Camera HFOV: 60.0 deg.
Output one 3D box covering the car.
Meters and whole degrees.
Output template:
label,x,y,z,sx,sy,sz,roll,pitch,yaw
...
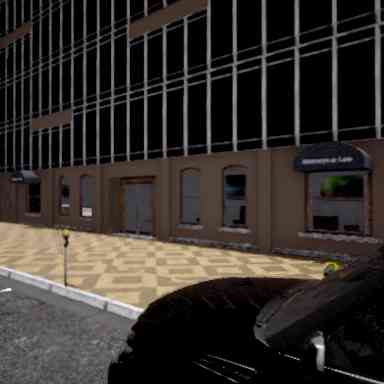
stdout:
label,x,y,z,sx,sy,sz,roll,pitch,yaw
car,1.908,1.247,1.953,5.566,2.045,2.150,0,0,38
